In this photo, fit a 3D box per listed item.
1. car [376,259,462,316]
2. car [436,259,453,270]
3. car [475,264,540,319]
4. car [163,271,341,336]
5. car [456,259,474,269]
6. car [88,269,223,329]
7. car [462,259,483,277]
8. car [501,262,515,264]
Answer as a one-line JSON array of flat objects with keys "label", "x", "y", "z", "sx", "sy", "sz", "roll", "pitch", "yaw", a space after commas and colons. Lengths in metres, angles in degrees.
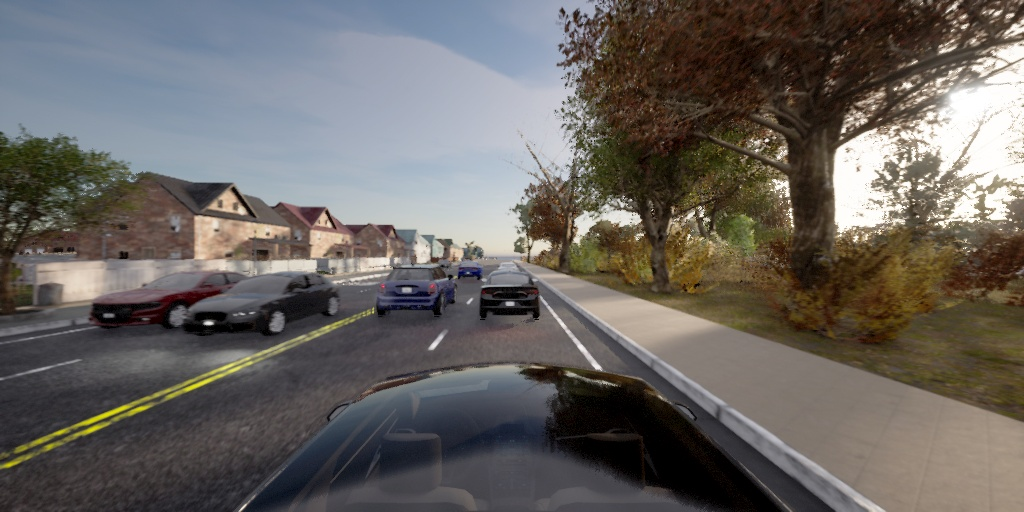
[{"label": "car", "x": -3.338, "y": 1.092, "z": 13.404, "sx": 2.097, "sy": 1.767, "sz": 4.553, "roll": 0, "pitch": 0, "yaw": -1}, {"label": "car", "x": -10.545, "y": 1.297, "z": 56.184, "sx": 1.837, "sy": 1.490, "sz": 4.892, "roll": 0, "pitch": 0, "yaw": -1}, {"label": "car", "x": -0.087, "y": 1.225, "z": 12.809, "sx": 1.882, "sy": 1.535, "sz": 5.008, "roll": 0, "pitch": 0, "yaw": -1}, {"label": "car", "x": -6.749, "y": 1.238, "z": 10.365, "sx": 1.837, "sy": 1.490, "sz": 4.892, "roll": 0, "pitch": 0, "yaw": -1}, {"label": "car", "x": -7.295, "y": 1.250, "z": 56.205, "sx": 2.128, "sy": 1.511, "sz": 4.902, "roll": 0, "pitch": 0, "yaw": -1}, {"label": "car", "x": -10.013, "y": 1.203, "z": 11.372, "sx": 1.882, "sy": 1.535, "sz": 5.008, "roll": 0, "pitch": 0, "yaw": -1}, {"label": "car", "x": -3.598, "y": 1.219, "z": 31.607, "sx": 1.882, "sy": 1.535, "sz": 5.008, "roll": 0, "pitch": 0, "yaw": -1}, {"label": "car", "x": -0.342, "y": 1.274, "z": 31.148, "sx": 1.812, "sy": 1.442, "sz": 4.674, "roll": 0, "pitch": 0, "yaw": -1}]
